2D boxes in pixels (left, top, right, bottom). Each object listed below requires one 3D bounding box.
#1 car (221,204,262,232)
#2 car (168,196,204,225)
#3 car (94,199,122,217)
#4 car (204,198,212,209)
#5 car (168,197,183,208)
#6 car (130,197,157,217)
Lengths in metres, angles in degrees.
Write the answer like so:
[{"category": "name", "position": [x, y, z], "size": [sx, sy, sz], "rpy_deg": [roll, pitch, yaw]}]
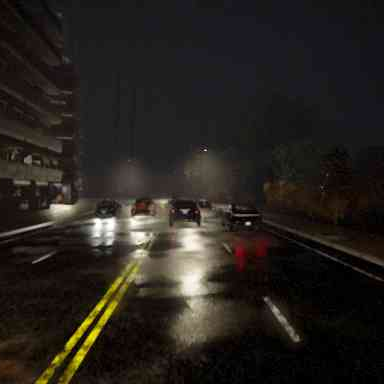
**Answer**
[{"category": "car", "position": [2.867, 1.456, 20.015], "size": [2.128, 1.511, 4.902], "rpy_deg": [0, 0, -2]}, {"category": "car", "position": [-0.560, 1.315, 23.581], "size": [2.097, 1.767, 4.553], "rpy_deg": [0, 0, -3]}, {"category": "car", "position": [-7.614, 1.451, 30.604], "size": [2.128, 1.511, 4.902], "rpy_deg": [0, 0, -3]}, {"category": "car", "position": [1.332, 1.486, 43.176], "size": [1.994, 1.385, 4.181], "rpy_deg": [0, 0, -5]}, {"category": "car", "position": [-2.427, 1.418, 48.368], "size": [1.837, 1.490, 4.892], "rpy_deg": [0, 0, -6]}, {"category": "car", "position": [-4.342, 1.307, 30.269], "size": [2.097, 1.767, 4.553], "rpy_deg": [0, 0, -3]}]
